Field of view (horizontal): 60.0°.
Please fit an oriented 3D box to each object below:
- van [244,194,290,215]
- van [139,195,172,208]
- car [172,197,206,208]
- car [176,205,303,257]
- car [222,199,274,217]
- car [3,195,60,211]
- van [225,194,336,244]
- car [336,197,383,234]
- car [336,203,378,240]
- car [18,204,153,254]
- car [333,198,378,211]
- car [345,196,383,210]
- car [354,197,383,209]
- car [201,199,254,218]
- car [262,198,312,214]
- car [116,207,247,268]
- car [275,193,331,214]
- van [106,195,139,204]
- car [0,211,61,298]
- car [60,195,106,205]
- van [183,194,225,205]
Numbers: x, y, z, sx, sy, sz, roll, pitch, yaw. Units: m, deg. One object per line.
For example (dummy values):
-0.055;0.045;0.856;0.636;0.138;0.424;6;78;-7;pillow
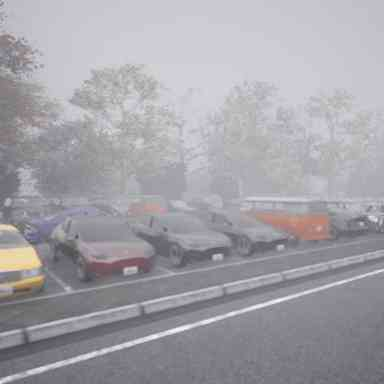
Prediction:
7.482;1.201;33.678;1.878;1.987;4.442;0;0;-35;van
-3.701;1.222;25.731;1.878;1.987;4.442;0;0;-35;van
-1.378;1.436;27.245;2.097;1.535;5.008;0;0;-35;car
1.639;1.492;13.301;2.163;1.488;4.792;0;0;-35;car
5.274;1.450;32.001;2.163;1.488;4.792;0;0;-35;car
-10.391;1.233;20.799;2.435;2.045;5.566;0;0;-35;car
3.816;1.225;15.027;1.878;1.987;4.442;0;0;-35;van
8.390;1.303;18.172;2.185;1.767;4.553;0;0;-35;car
6.131;1.468;16.565;2.163;1.488;4.792;0;0;-35;car
-4.493;1.479;14.425;5.008;1.535;1.882;0;0;-35;car
21.214;1.526;43.258;2.163;1.488;4.792;0;0;-35;car
23.336;1.382;44.840;2.185;1.767;4.553;0;0;-35;car
25.615;1.519;46.416;2.097;1.535;5.008;0;0;-35;car
3.122;1.450;30.472;2.163;1.488;4.792;0;0;-35;car
9.924;1.466;35.236;2.163;1.488;4.792;0;0;-35;car
-0.624;1.504;11.692;2.163;1.488;4.792;0;0;-35;car
12.150;1.197;36.887;2.435;2.045;5.566;0;0;-35;car
-5.824;1.234;23.936;1.878;1.987;4.442;0;0;-35;van
-5.060;1.496;8.348;1.946;1.575;5.366;0;0;-35;car
-8.133;1.221;22.404;2.435;2.045;5.566;0;0;-35;car
0.958;1.201;28.766;1.878;1.987;4.442;0;0;-36;van
